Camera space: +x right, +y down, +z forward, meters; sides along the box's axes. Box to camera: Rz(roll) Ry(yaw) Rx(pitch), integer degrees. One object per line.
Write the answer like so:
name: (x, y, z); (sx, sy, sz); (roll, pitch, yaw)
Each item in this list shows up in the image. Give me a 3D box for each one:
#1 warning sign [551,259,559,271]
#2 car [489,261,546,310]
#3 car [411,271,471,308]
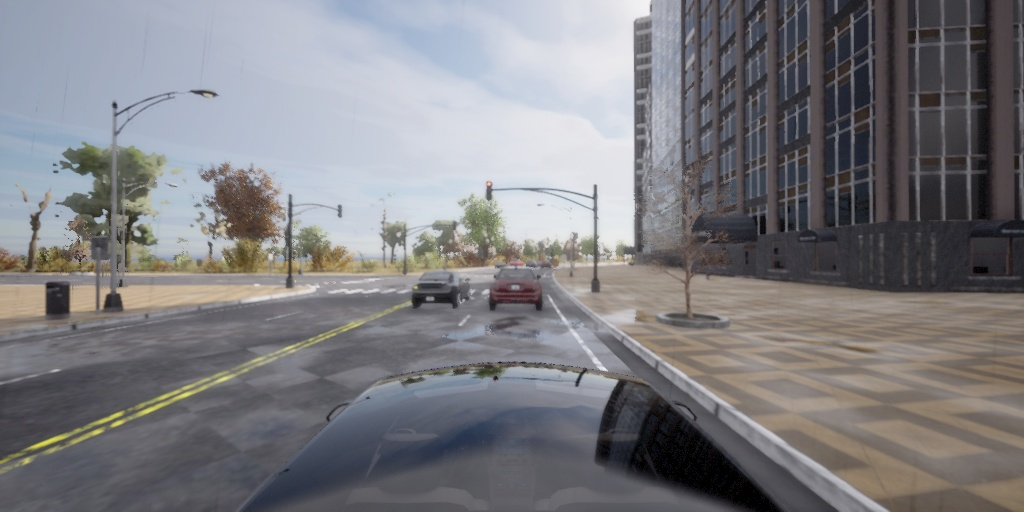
warning sign: (6.799, 1.399, 56.409); (1.300, 1.860, 1.060); (0, 0, 8)
car: (0.211, 1.233, 15.686); (2.097, 1.767, 4.553); (0, -1, 2)
car: (-3.038, 1.392, 16.027); (1.837, 1.490, 4.892); (0, 0, 2)
